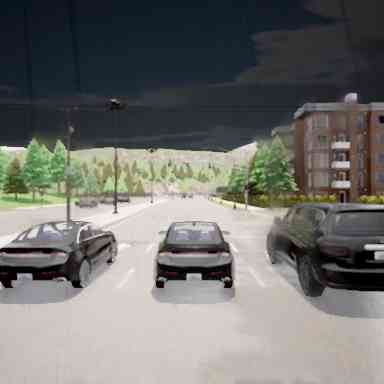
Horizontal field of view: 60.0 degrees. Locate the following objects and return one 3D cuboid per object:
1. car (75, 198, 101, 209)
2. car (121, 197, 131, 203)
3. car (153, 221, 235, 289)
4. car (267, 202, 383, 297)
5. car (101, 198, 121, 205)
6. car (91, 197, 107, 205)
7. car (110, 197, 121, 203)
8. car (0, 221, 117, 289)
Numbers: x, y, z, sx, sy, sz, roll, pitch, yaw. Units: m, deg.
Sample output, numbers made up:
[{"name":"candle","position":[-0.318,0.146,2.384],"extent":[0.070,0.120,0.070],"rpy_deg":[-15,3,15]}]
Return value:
[{"name":"car","position":[-16.220,1.865,51.996],"extent":[1.994,1.385,4.181],"rpy_deg":[0,0,-1]},{"name":"car","position":[-16.320,1.949,81.420],"extent":[1.882,1.535,5.008],"rpy_deg":[0,0,0]},{"name":"car","position":[0.059,1.547,9.297],"extent":[2.128,1.511,4.902],"rpy_deg":[0,0,0]},{"name":"car","position":[3.559,1.275,8.816],"extent":[2.150,2.045,5.566],"rpy_deg":[0,0,1]},{"name":"car","position":[-16.321,1.914,67.105],"extent":[1.812,1.442,4.674],"rpy_deg":[0,0,0]},{"name":"car","position":[-19.821,1.938,71.243],"extent":[2.128,1.511,4.902],"rpy_deg":[0,0,0]},{"name":"car","position":[-19.819,2.096,86.504],"extent":[1.895,1.301,4.718],"rpy_deg":[0,0,0]},{"name":"car","position":[-3.441,1.547,9.300],"extent":[2.128,1.511,4.902],"rpy_deg":[0,0,0]}]
